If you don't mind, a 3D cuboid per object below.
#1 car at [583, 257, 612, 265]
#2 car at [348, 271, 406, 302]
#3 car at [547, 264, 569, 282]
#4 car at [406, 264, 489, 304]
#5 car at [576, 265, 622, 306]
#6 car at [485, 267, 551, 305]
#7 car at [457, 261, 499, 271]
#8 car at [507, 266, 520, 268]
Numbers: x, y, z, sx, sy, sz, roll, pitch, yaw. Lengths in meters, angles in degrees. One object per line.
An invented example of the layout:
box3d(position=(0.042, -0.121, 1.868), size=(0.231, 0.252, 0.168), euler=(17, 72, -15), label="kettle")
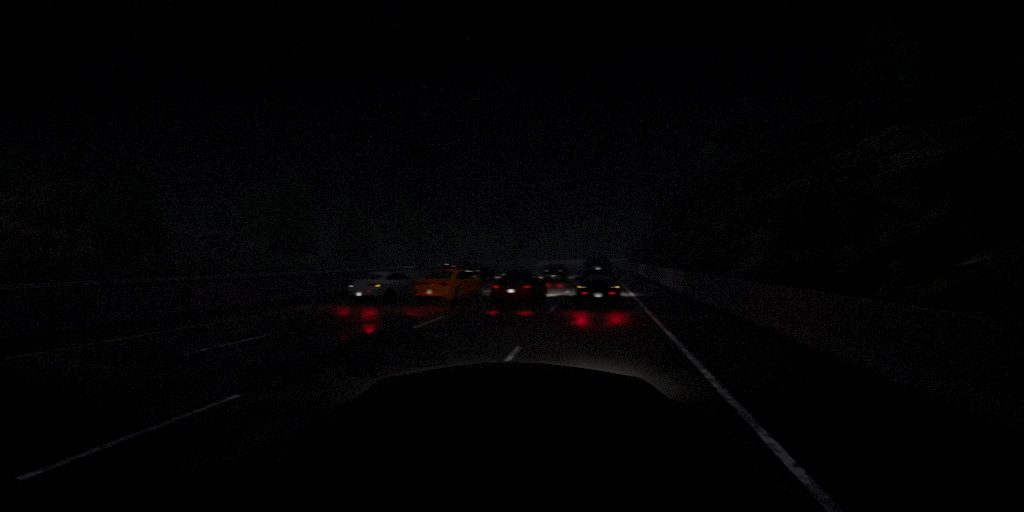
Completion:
box3d(position=(7.225, 1.083, 30.217), size=(2.150, 2.045, 5.566), euler=(-1, 0, 14), label="car")
box3d(position=(-6.366, 1.482, 18.434), size=(1.812, 1.442, 4.674), euler=(-1, 0, 14), label="car")
box3d(position=(3.893, 1.411, 31.300), size=(2.128, 1.511, 4.902), euler=(-1, 0, 14), label="car")
box3d(position=(-2.944, 1.384, 17.696), size=(1.882, 1.535, 5.008), euler=(-1, 0, 14), label="car")
box3d(position=(3.847, 1.331, 16.002), size=(1.812, 1.442, 4.674), euler=(-1, 0, 14), label="car")
box3d(position=(0.428, 1.420, 16.745), size=(1.994, 1.385, 4.181), euler=(-1, 0, 14), label="car")
box3d(position=(-2.916, 1.511, 32.921), size=(2.128, 1.511, 4.902), euler=(-1, 0, 14), label="car")
box3d(position=(0.445, 1.568, 31.930), size=(1.895, 1.301, 4.718), euler=(-1, 0, 13), label="car")
